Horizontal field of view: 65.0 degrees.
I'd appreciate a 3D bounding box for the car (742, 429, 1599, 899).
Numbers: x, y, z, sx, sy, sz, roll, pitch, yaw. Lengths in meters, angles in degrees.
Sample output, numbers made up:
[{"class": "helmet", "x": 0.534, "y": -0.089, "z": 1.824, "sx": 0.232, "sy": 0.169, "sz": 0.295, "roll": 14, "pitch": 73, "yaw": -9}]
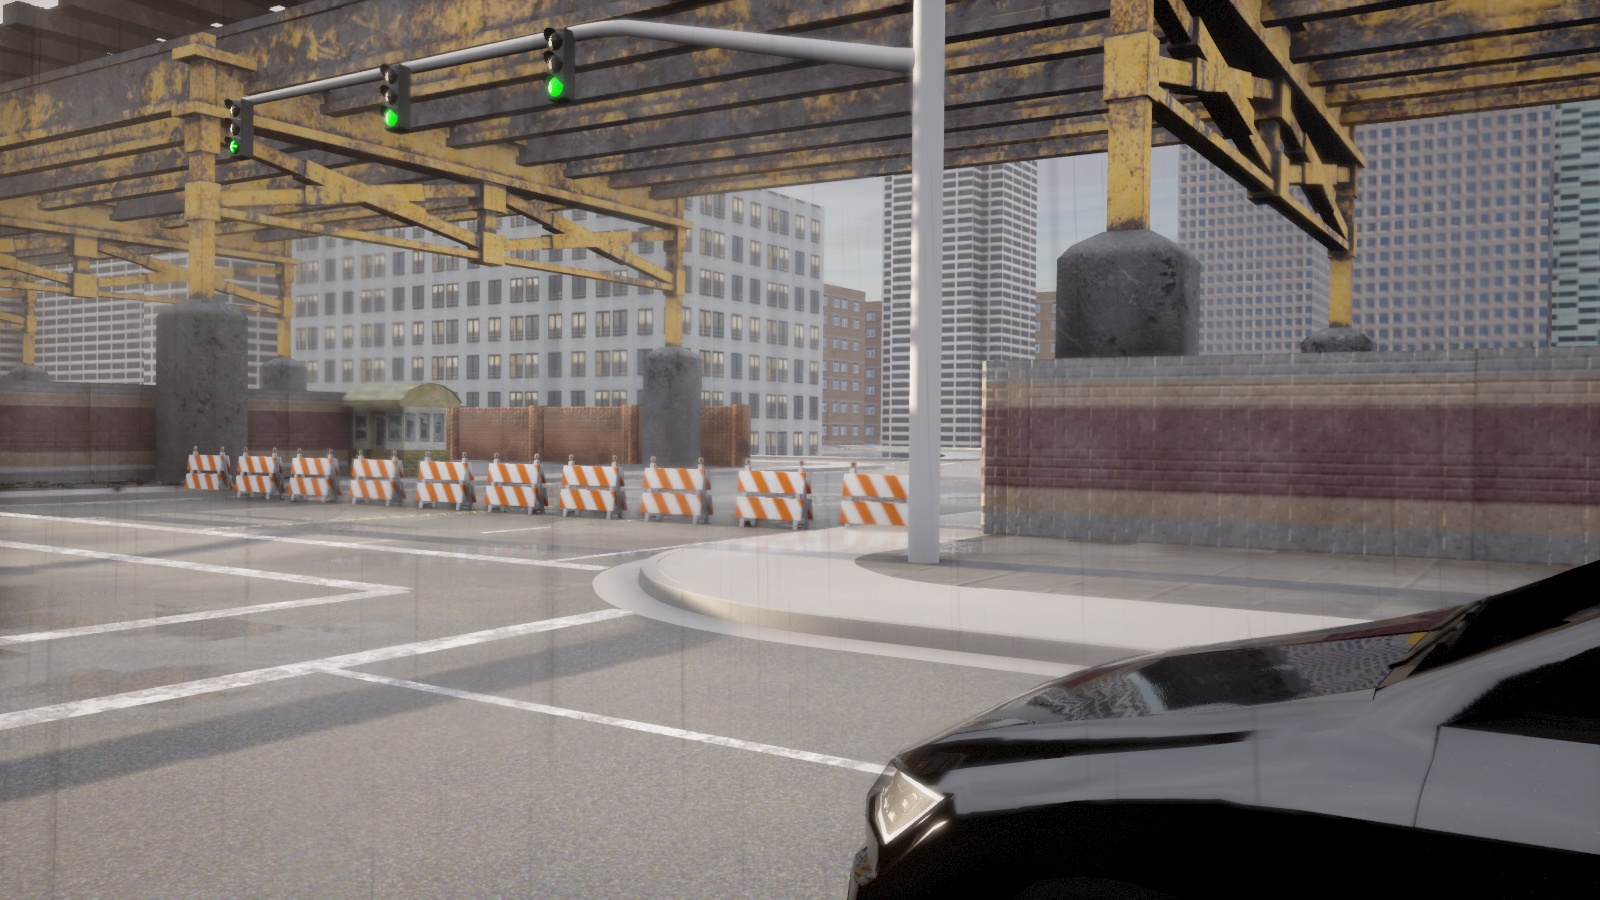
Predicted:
[{"class": "car", "x": 2.136, "y": 0.696, "z": 2.204, "sx": 4.193, "sy": 1.474, "sz": 1.816, "roll": 0, "pitch": 1, "yaw": 34}]
